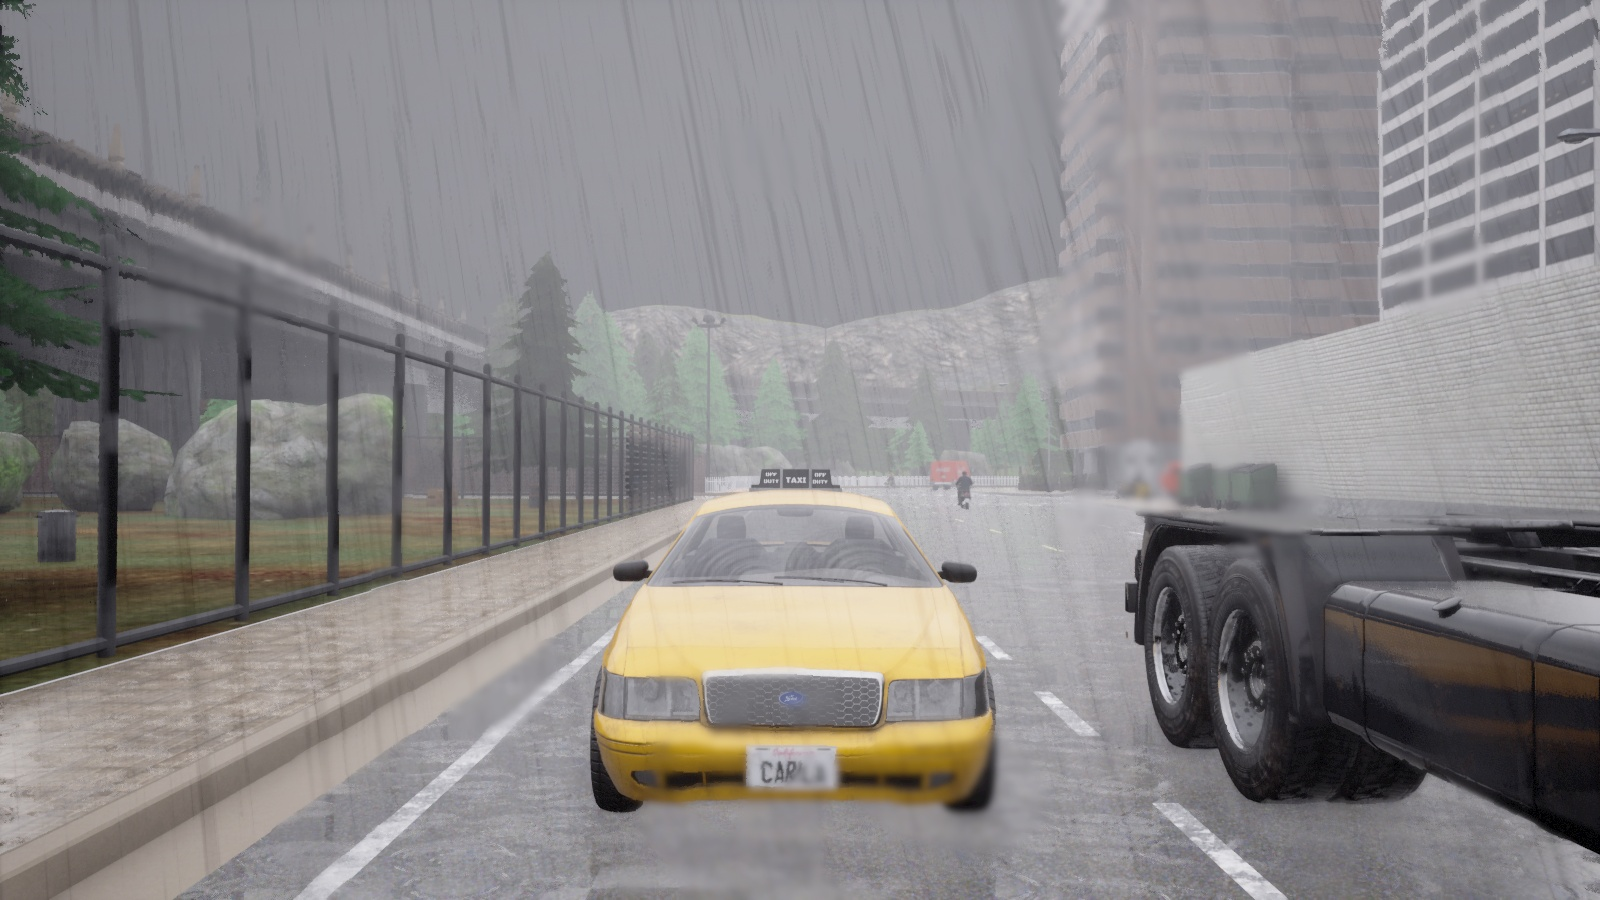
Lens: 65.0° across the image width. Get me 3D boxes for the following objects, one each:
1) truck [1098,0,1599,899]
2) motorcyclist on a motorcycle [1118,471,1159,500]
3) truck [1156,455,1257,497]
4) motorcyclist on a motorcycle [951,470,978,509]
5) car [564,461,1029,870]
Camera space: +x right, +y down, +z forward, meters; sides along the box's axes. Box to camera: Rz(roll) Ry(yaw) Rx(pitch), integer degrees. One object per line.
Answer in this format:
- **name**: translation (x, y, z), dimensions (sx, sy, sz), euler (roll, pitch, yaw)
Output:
- **truck**: translation (3.483, -0.105, 4.529), dimensions (2.891, 3.462, 7.936), euler (0, -1, 0)
- **motorcyclist on a motorcycle**: translation (18.470, 1.927, 68.565), dimensions (2.044, 1.523, 0.797), euler (0, 0, -5)
- **truck**: translation (24.399, 1.552, 75.578), dimensions (5.204, 2.467, 2.627), euler (0, -1, 0)
- **motorcyclist on a motorcycle**: translation (6.849, 1.617, 52.292), dimensions (0.866, 1.590, 1.817), euler (0, -1, 0)
- **car**: translation (-0.022, 0.880, 7.560), dimensions (1.801, 1.575, 5.366), euler (0, -1, 0)
